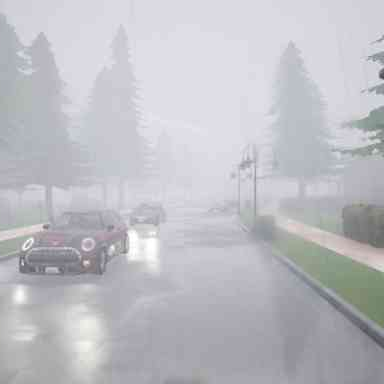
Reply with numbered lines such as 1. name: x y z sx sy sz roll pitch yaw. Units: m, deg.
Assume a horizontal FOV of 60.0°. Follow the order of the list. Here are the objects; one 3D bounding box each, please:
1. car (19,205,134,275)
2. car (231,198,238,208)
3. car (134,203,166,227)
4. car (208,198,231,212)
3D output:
1. car: -3.421 1.355 10.500 2.097 1.767 4.553 0 0 2
2. car: 5.757 1.578 49.070 1.994 1.385 4.181 0 0 18
3. car: -2.932 1.498 22.808 2.128 1.511 4.902 0 0 4
4. car: 3.182 1.537 39.358 1.812 1.442 4.674 0 0 13
